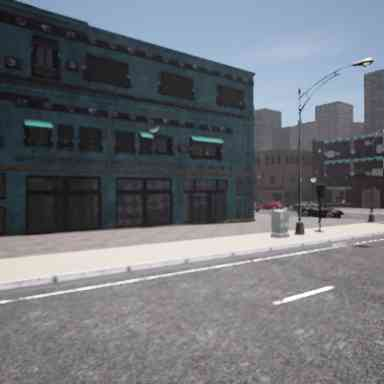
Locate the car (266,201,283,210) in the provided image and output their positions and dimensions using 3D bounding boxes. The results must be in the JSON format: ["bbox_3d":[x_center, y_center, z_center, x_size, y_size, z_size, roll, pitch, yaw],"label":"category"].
[{"bbox_3d":[11.854,2.056,49.634,1.802,1.307,4.206,-1,0,-36],"label":"car"}]

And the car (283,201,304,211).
[{"bbox_3d":[15.069,1.962,45.128,2.008,1.369,4.403,-1,0,-36],"label":"car"}]

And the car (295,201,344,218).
[{"bbox_3d":[12.995,1.933,33.399,1.947,1.339,4.313,-1,0,-36],"label":"car"}]

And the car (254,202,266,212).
[{"bbox_3d":[7.113,1.733,46.326,2.150,2.045,5.566,0,-1,-35],"label":"car"}]
